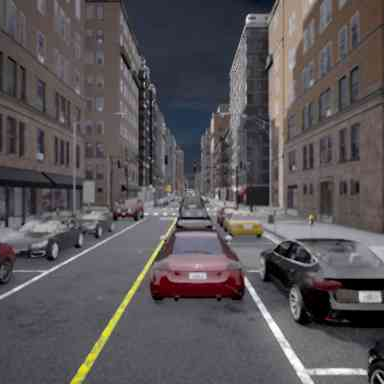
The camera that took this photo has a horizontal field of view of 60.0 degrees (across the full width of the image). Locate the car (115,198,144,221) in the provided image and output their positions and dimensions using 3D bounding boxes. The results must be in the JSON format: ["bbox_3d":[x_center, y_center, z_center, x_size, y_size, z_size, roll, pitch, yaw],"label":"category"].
[{"bbox_3d":[-5.363,1.426,28.675,2.192,1.841,5.009,0,0,0],"label":"car"}]

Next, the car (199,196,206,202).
[{"bbox_3d":[2.717,1.859,87.848,1.887,1.381,4.507,0,0,0],"label":"car"}]

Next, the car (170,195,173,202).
[{"bbox_3d":[-5.329,1.769,65.875,1.752,1.417,4.829,0,0,0],"label":"car"}]

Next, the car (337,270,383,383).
[{"bbox_3d":[2.637,1.573,1.593,1.947,1.339,4.313,0,0,0],"label":"car"}]

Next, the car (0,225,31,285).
[{"bbox_3d":[-5.384,1.612,7.023,1.802,1.307,4.206,0,0,0],"label":"car"}]

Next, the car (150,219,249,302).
[{"bbox_3d":[0.107,1.599,8.419,1.994,1.385,4.181,0,0,0],"label":"car"}]

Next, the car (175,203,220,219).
[{"bbox_3d":[0.113,1.562,17.609,2.128,1.511,4.902,0,0,0],"label":"car"}]

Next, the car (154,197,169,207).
[{"bbox_3d":[-5.339,1.758,55.137,2.008,1.369,4.403,0,0,0],"label":"car"}]

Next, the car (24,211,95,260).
[{"bbox_3d":[-5.378,1.602,12.436,2.008,1.369,4.403,0,0,0],"label":"car"}]

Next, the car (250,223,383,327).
[{"bbox_3d":[2.642,1.596,7.006,1.947,1.339,4.313,0,0,0],"label":"car"}]

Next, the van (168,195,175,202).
[{"bbox_3d":[-5.308,1.656,87.861,1.690,1.788,3.998,0,0,0],"label":"van"}]

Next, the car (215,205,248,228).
[{"bbox_3d":[2.657,1.673,23.245,1.802,1.307,4.206,0,0,0],"label":"car"}]

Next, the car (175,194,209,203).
[{"bbox_3d":[0.025,1.328,27.538,2.150,2.045,5.566,0,0,0],"label":"car"}]

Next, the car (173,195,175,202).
[{"bbox_3d":[-5.313,1.863,82.407,1.947,1.339,4.313,0,0,0],"label":"car"}]

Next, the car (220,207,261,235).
[{"bbox_3d":[2.652,1.597,18.002,1.752,1.417,4.829,0,0,0],"label":"car"}]

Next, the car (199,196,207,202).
[{"bbox_3d":[2.712,1.737,82.394,1.967,1.590,4.097,0,0,0],"label":"car"}]

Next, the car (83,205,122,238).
[{"bbox_3d":[-5.373,1.622,17.849,2.008,1.369,4.403,0,0,0],"label":"car"}]

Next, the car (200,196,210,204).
[{"bbox_3d":[2.702,1.702,71.485,1.967,1.590,4.097,0,0,0],"label":"car"}]

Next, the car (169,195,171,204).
[{"bbox_3d":[-5.334,1.771,60.591,1.887,1.381,4.507,0,0,0],"label":"car"}]
